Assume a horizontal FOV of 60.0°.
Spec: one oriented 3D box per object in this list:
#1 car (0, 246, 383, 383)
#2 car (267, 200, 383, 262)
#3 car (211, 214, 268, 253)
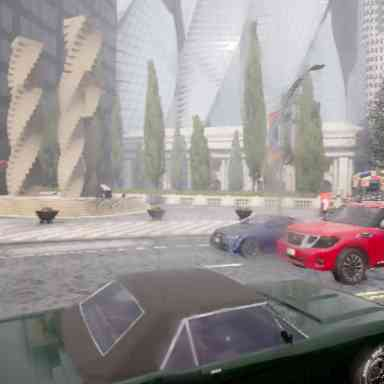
[{"bbox_3d":[0.249,1.576,3.643,4.718,1.301,1.895,1,0,-26],"label":"car"},{"bbox_3d":[5.264,1.257,9.469,5.566,2.045,2.150,1,0,-16],"label":"car"},{"bbox_3d":[2.805,1.536,12.211,4.181,1.385,1.994,1,0,-17],"label":"car"}]
